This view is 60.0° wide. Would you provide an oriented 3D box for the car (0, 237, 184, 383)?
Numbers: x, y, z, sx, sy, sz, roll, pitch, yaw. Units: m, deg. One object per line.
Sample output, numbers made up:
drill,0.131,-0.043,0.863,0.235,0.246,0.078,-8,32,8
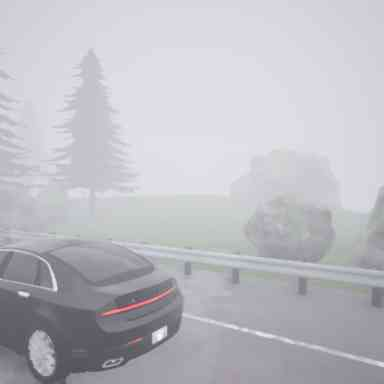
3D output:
car,-2.431,1.508,5.399,4.892,1.490,1.837,0,0,33
